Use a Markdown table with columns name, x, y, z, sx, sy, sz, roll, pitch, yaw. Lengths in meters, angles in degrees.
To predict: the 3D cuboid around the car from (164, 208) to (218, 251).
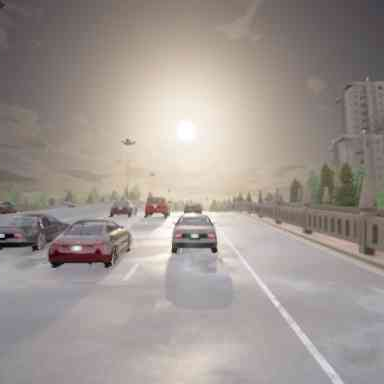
| name | x | y | z | sx | sy | sz | roll | pitch | yaw |
| --- | --- | --- | --- | --- | --- | --- | --- | --- | --- |
| car | 0.096 | 1.652 | 14.508 | 2.033 | 1.411 | 5.357 | 0 | 0 | 0 |

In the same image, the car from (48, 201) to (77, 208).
| name | x | y | z | sx | sy | sz | roll | pitch | yaw |
| --- | --- | --- | --- | --- | --- | --- | --- | --- | --- |
| car | -14.102 | 1.759 | 36.401 | 2.128 | 1.511 | 4.902 | 0 | -1 | 0 |

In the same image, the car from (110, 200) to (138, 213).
| name | x | y | z | sx | sy | sz | roll | pitch | yaw |
| --- | --- | --- | --- | --- | --- | --- | --- | --- | --- |
| car | -6.909 | 1.598 | 34.122 | 2.097 | 1.767 | 4.553 | 0 | 0 | 0 |

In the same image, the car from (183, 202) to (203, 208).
| name | x | y | z | sx | sy | sz | roll | pitch | yaw |
| --- | --- | --- | --- | --- | --- | --- | --- | --- | --- |
| car | 0.092 | 1.754 | 34.425 | 1.837 | 1.490 | 4.892 | 0 | 0 | 0 |

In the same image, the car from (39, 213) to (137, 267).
| name | x | y | z | sx | sy | sz | roll | pitch | yaw |
| --- | --- | --- | --- | --- | --- | --- | --- | --- | --- |
| car | -3.403 | 1.650 | 11.821 | 1.994 | 1.385 | 4.181 | 0 | 0 | 0 |

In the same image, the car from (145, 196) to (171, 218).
| name | x | y | z | sx | sy | sz | roll | pitch | yaw |
| --- | --- | --- | --- | --- | --- | --- | --- | --- | --- |
| car | -3.408 | 1.463 | 33.463 | 2.150 | 2.045 | 5.566 | 0 | 0 | 0 |

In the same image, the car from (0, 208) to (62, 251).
| name | x | y | z | sx | sy | sz | roll | pitch | yaw |
| --- | --- | --- | --- | --- | --- | --- | --- | --- | --- |
| car | -6.904 | 1.653 | 14.552 | 2.033 | 1.411 | 5.357 | 0 | 0 | 0 |

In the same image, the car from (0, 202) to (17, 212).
| name | x | y | z | sx | sy | sz | roll | pitch | yaw |
| --- | --- | --- | --- | --- | --- | --- | --- | --- | --- |
| car | -17.606 | 1.811 | 29.166 | 1.895 | 1.301 | 4.718 | 0 | 0 | 0 |
